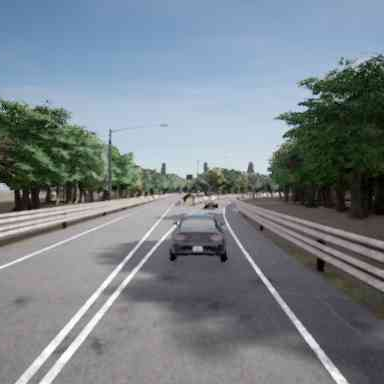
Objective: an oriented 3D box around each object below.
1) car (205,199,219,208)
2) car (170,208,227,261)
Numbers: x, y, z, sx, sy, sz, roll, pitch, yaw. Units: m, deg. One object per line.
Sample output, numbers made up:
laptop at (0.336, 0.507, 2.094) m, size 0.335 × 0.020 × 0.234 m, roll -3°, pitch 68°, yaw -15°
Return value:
car at (2.863, 1.635, 46.958) m, size 1.895 × 1.301 × 4.718 m, roll 0°, pitch 0°, yaw 7°
car at (0.251, 1.525, 12.172) m, size 1.812 × 1.442 × 4.674 m, roll 0°, pitch 0°, yaw 2°
